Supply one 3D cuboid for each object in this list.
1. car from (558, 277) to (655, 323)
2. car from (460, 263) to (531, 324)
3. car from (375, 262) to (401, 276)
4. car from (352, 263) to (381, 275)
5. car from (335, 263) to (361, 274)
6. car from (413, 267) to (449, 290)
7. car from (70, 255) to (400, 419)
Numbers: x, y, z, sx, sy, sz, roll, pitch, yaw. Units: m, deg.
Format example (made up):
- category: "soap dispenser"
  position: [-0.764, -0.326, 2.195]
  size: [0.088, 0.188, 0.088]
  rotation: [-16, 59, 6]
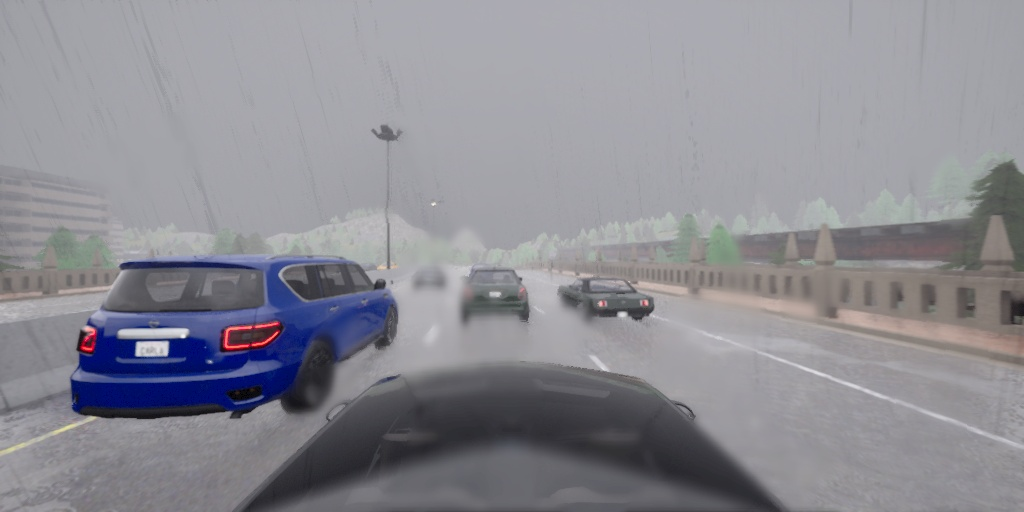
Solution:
- category: "car"
  position: [2.918, 1.372, 12.309]
  size: [1.895, 1.301, 4.718]
  rotation: [0, 0, -5]
- category: "car"
  position: [-0.651, 1.147, 12.476]
  size: [2.097, 1.767, 4.553]
  rotation: [0, 0, -5]
- category: "car"
  position: [-14.731, 1.496, 42.958]
  size: [1.882, 1.535, 5.008]
  rotation: [0, 0, -6]
- category: "car"
  position: [-18.585, 1.605, 45.992]
  size: [2.033, 1.411, 5.357]
  rotation: [0, 0, -6]
- category: "car"
  position: [-22.463, 1.661, 49.175]
  size: [1.994, 1.385, 4.181]
  rotation: [0, 0, -6]
- category: "car"
  position: [-5.375, 1.440, 24.128]
  size: [1.994, 1.385, 4.181]
  rotation: [0, 0, -6]
- category: "car"
  position: [-3.631, 1.010, 6.166]
  size: [2.150, 2.045, 5.566]
  rotation: [0, 0, -3]
